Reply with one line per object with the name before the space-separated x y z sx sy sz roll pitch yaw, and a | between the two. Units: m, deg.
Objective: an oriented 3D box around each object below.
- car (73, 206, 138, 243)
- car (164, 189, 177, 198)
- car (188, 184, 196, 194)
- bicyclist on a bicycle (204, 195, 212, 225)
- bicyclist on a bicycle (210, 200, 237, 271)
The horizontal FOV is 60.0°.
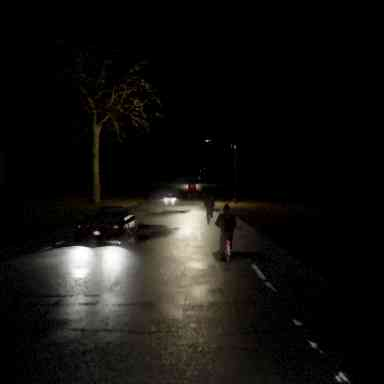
car | -3.593 1.313 14.479 1.994 1.385 4.181 0 1 0
car | -3.551 0.179 55.523 2.128 1.511 4.902 0 2 0
car | 0.000 -0.375 72.570 2.128 1.511 4.902 0 2 0
bicyclist on a bicycle | 0.963 1.039 18.422 0.659 1.776 1.843 0 1 0
bicyclist on a bicycle | 0.963 1.210 9.433 0.659 1.776 1.843 0 1 0
